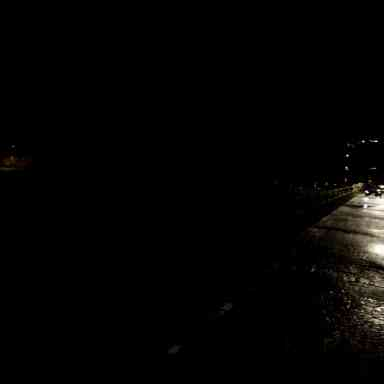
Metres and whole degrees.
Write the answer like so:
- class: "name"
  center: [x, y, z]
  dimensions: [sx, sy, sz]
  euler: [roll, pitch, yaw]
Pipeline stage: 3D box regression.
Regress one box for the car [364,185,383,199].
- class: "car"
  center: [22.861, -0.065, 41.828]
  dimensions: [1.837, 1.490, 4.892]
  euler: [5, 4, 29]
